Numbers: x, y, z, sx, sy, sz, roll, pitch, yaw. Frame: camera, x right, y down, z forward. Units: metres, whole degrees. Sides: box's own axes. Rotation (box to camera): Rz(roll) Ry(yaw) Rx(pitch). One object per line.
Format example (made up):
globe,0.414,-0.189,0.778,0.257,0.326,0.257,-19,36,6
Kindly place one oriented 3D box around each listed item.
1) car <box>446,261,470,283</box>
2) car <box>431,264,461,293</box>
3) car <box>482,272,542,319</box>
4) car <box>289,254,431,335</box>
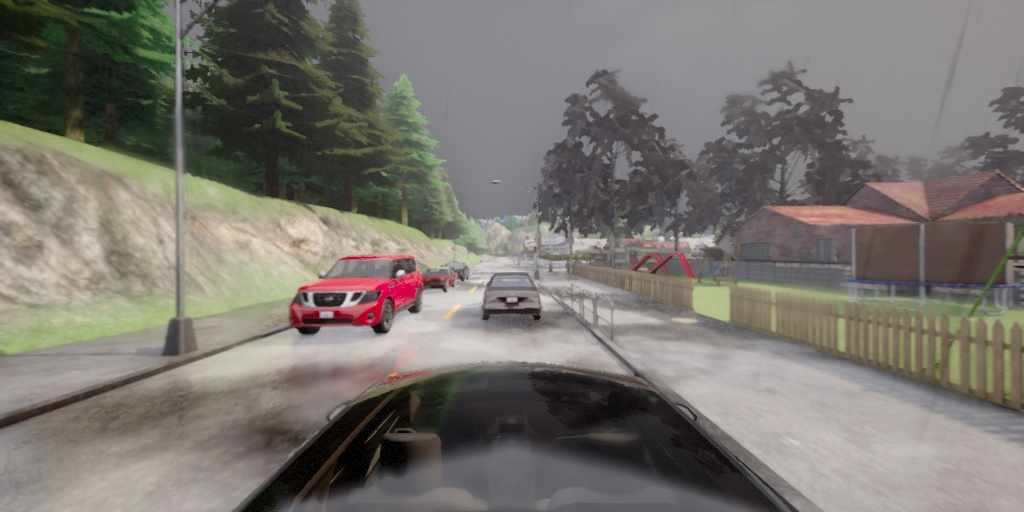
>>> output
car,-4.414,1.174,27.980,1.882,1.535,5.008,0,0,-1
car,-4.384,1.315,20.814,1.895,1.301,4.718,0,0,-1
car,-0.042,1.264,12.537,2.033,1.411,5.357,0,0,-1
car,-4.231,0.966,10.858,2.150,2.045,5.566,0,0,-1
